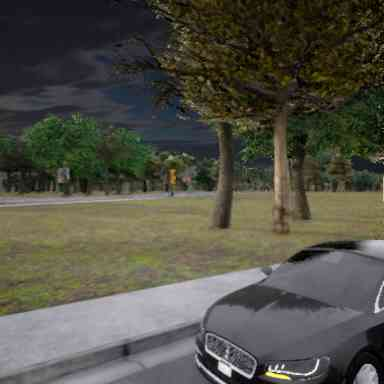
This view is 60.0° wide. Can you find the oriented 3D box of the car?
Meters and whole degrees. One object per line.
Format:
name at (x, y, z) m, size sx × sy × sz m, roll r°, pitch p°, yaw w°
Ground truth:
car at (2.300, 1.505, 4.717) m, size 4.892 × 1.490 × 1.837 m, roll 0°, pitch 0°, yaw -36°
